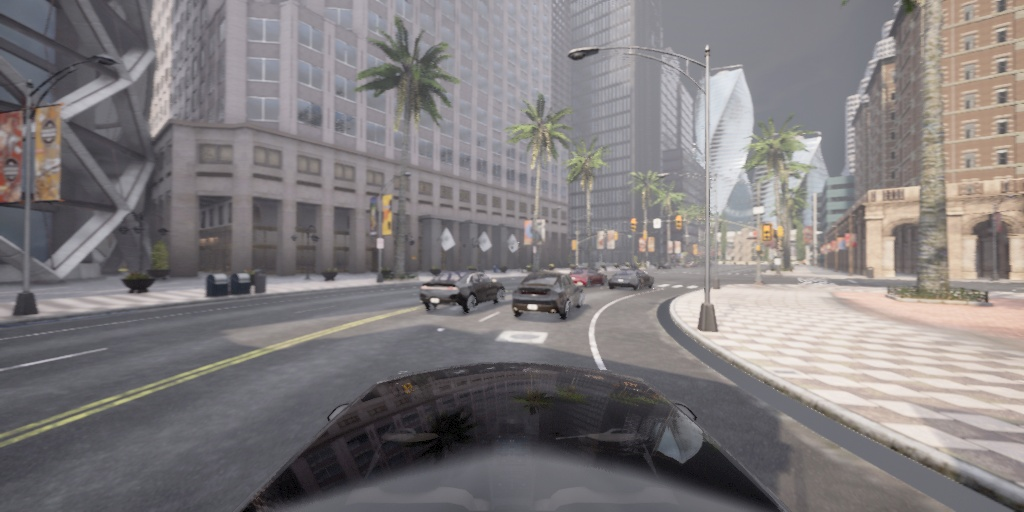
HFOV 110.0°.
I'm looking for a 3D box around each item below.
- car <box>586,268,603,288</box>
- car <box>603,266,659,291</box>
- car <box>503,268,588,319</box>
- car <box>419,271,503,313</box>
[{"bbox_3d":[5.553,1.571,26.910,1.994,1.385,4.181,0,-1,39],"label":"car"},{"bbox_3d":[8.275,1.566,24.707,1.994,1.385,4.181,0,-1,39],"label":"car"},{"bbox_3d":[1.476,1.372,13.573,1.837,1.490,4.892,0,0,20],"label":"car"},{"bbox_3d":[-1.840,1.350,14.692,2.128,1.511,4.902,0,0,20],"label":"car"}]
